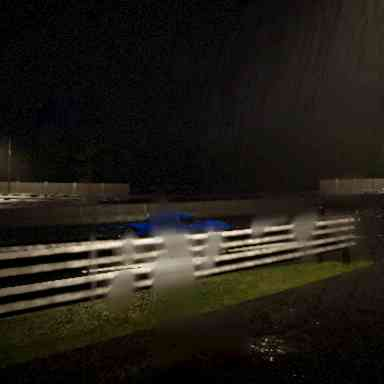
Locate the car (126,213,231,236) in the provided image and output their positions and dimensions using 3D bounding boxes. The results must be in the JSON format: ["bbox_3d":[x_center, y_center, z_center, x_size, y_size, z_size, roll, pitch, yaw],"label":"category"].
[{"bbox_3d":[-0.562,1.740,15.666,5.008,1.535,1.882,-2,1,-19],"label":"car"}]

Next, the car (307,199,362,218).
[{"bbox_3d":[11.589,1.271,27.109,4.674,1.442,1.812,-2,1,-18],"label":"car"}]
